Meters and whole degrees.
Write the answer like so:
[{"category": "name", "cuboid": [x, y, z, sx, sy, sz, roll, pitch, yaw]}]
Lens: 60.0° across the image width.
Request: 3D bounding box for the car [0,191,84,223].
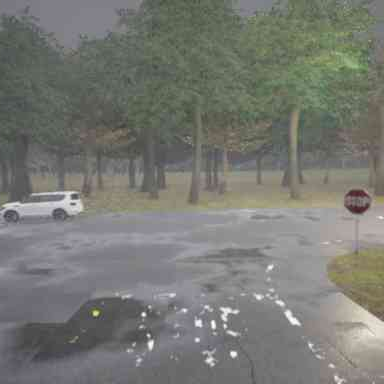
[{"category": "car", "cuboid": [-10.612, 1.037, 23.734, 5.566, 2.045, 2.150, -2, 3, -1]}]
